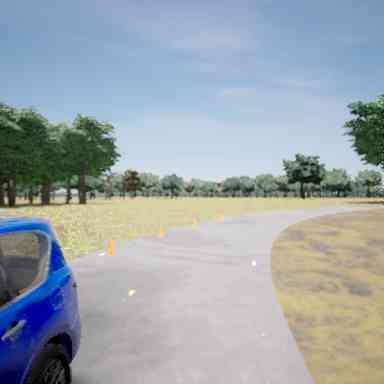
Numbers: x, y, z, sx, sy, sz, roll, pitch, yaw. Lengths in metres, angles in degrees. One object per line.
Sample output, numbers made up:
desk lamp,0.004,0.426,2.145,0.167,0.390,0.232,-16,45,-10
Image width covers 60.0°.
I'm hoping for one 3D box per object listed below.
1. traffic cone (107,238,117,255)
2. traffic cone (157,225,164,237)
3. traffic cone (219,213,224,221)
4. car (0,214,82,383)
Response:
traffic cone,-2.989,2.011,12.405,0.340,0.580,0.340,0,0,13
traffic cone,-1.615,2.029,17.434,0.340,0.580,0.340,0,0,18
traffic cone,2.412,2.027,27.040,0.340,0.580,0.340,0,0,28
car,-2.354,1.217,1.419,2.150,2.045,5.566,0,0,3
